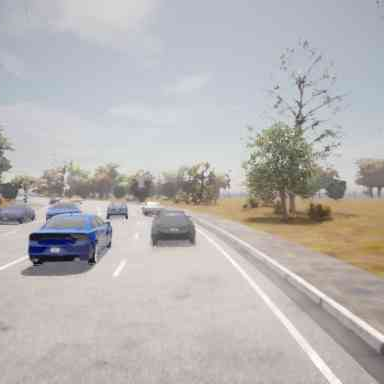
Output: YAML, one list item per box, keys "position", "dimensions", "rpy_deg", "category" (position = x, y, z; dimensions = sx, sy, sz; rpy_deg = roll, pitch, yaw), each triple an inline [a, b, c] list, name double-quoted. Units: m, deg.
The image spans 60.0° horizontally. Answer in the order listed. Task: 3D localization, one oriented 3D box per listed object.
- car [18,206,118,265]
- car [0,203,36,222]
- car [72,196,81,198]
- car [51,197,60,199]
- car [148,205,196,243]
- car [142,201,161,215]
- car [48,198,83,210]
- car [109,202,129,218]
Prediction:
- position: [-4.056, 1.488, 11.848]
  dimensions: [1.882, 1.535, 5.008]
  rpy_deg: [0, 0, -5]
  category: "car"
- position: [-13.039, 1.551, 24.770]
  dimensions: [1.812, 1.442, 4.674]
  rpy_deg: [0, 0, -11]
  category: "car"
- position: [-22.117, 1.514, 63.694]
  dimensions: [1.882, 1.535, 5.008]
  rpy_deg: [0, 0, -26]
  category: "car"
- position: [-26.176, 1.612, 63.944]
  dimensions: [1.895, 1.301, 4.718]
  rpy_deg: [0, 0, -27]
  category: "car"
- position: [-0.980, 1.569, 16.158]
  dimensions: [1.994, 1.385, 4.181]
  rpy_deg: [0, 0, -6]
  category: "car"
- position: [-4.037, 1.616, 33.952]
  dimensions: [1.895, 1.301, 4.718]
  rpy_deg: [0, 0, -13]
  category: "car"
- position: [-9.538, 1.498, 24.973]
  dimensions: [1.882, 1.535, 5.008]
  rpy_deg: [0, 0, -10]
  category: "car"
- position: [-6.716, 1.564, 30.025]
  dimensions: [2.033, 1.411, 5.357]
  rpy_deg: [0, 0, -12]
  category: "car"
